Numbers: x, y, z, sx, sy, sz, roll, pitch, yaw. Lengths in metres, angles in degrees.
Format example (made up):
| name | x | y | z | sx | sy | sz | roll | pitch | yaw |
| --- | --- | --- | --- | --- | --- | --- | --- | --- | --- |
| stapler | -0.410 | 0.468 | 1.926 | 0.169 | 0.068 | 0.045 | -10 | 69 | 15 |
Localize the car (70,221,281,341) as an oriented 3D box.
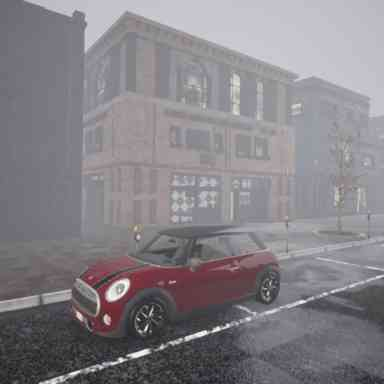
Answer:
| name | x | y | z | sx | sy | sz | roll | pitch | yaw |
| --- | --- | --- | --- | --- | --- | --- | --- | --- | --- |
| car | -0.184 | 1.441 | 6.472 | 4.097 | 1.590 | 1.967 | 0 | 1 | -36 |
